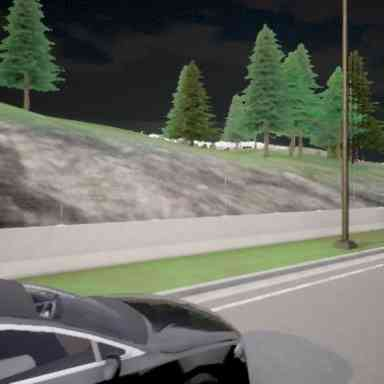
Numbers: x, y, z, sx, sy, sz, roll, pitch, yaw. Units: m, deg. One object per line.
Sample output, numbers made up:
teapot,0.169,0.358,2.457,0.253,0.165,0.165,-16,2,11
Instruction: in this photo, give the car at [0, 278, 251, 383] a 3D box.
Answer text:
car,-1.658,1.490,2.566,4.902,1.511,2.128,0,0,-35
